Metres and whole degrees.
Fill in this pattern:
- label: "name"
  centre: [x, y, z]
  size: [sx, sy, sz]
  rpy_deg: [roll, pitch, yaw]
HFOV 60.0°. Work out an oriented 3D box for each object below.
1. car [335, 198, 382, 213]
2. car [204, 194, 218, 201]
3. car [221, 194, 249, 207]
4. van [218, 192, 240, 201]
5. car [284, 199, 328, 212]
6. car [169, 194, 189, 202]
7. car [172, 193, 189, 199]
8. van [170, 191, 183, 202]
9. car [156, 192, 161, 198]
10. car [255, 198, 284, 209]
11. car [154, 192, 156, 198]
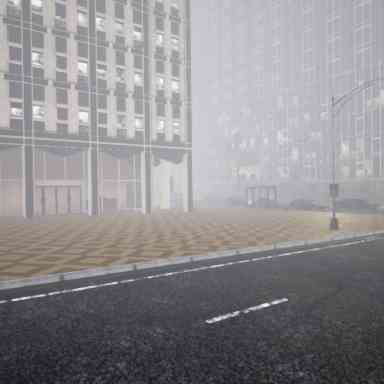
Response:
- label: "car"
  centre: [17.250, 1.365, 34.781]
  size: [1.812, 1.442, 4.674]
  rpy_deg: [-1, 1, -34]
- label: "car"
  centre: [3.785, 1.031, 64.820]
  size: [1.802, 1.307, 4.206]
  rpy_deg: [-1, 1, -34]
- label: "car"
  centre: [6.420, 1.309, 45.984]
  size: [1.947, 1.339, 4.313]
  rpy_deg: [-1, 1, -34]
- label: "van"
  centre: [6.986, 0.843, 60.120]
  size: [1.690, 1.788, 3.998]
  rpy_deg: [-1, 1, -34]
- label: "car"
  centre: [12.760, 1.414, 36.547]
  size: [1.947, 1.339, 4.313]
  rpy_deg: [-1, 1, -34]
- label: "car"
  centre: [-2.599, 1.116, 64.071]
  size: [1.994, 1.385, 4.181]
  rpy_deg: [-1, 1, -34]
- label: "car"
  centre: [-2.618, 0.923, 74.212]
  size: [1.802, 1.307, 4.206]
  rpy_deg: [-1, 1, -34]
- label: "van"
  centre: [-3.140, 0.927, 60.098]
  size: [1.690, 1.788, 3.998]
  rpy_deg: [-1, 1, -34]
- label: "car"
  centre: [-5.820, 0.602, 78.905]
  size: [2.192, 1.841, 5.009]
  rpy_deg: [-1, 1, -34]
- label: "car"
  centre: [9.573, 1.378, 41.255]
  size: [1.802, 1.307, 4.206]
  rpy_deg: [-1, 1, -34]
- label: "car"
  centre: [-9.022, 0.673, 83.602]
  size: [1.967, 1.590, 4.097]
  rpy_deg: [-1, 1, -34]
